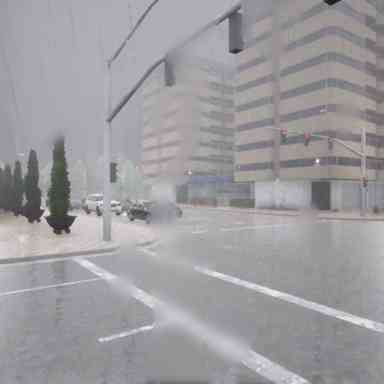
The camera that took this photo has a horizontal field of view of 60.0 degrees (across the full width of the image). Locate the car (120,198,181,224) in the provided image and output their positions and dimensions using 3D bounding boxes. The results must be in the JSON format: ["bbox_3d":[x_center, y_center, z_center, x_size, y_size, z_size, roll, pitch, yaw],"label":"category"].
[{"bbox_3d":[-3.197,1.491,24.737,2.128,1.511,4.902,0,0,-35],"label":"car"}]

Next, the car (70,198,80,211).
[{"bbox_3d":[-14.457,1.526,40.856,1.812,1.442,4.674,0,0,-35],"label":"car"}]

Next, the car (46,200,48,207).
[{"bbox_3d":[-20.423,1.478,49.488,1.882,1.535,5.008,0,0,-34],"label":"car"}]

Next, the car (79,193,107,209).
[{"bbox_3d":[-13.708,1.221,45.944,2.150,2.045,5.566,0,0,-34],"label":"car"}]

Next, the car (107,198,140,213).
[{"bbox_3d":[-7.810,1.505,37.460,1.837,1.490,4.892,0,0,-35],"label":"car"}]

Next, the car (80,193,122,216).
[{"bbox_3d":[-8.847,1.222,32.827,2.150,2.045,5.566,0,0,-35],"label":"car"}]

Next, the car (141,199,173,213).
[{"bbox_3d":[-4.130,1.564,38.645,1.994,1.385,4.181,0,0,-35],"label":"car"}]

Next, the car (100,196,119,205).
[{"bbox_3d":[-15.046,1.526,60.387,1.812,1.442,4.674,0,0,-35],"label":"car"}]
